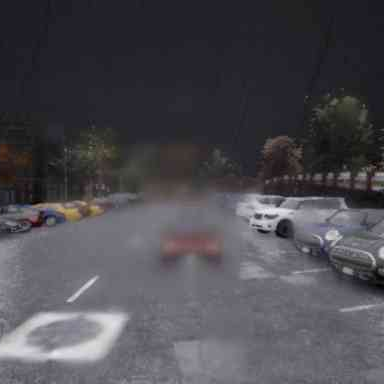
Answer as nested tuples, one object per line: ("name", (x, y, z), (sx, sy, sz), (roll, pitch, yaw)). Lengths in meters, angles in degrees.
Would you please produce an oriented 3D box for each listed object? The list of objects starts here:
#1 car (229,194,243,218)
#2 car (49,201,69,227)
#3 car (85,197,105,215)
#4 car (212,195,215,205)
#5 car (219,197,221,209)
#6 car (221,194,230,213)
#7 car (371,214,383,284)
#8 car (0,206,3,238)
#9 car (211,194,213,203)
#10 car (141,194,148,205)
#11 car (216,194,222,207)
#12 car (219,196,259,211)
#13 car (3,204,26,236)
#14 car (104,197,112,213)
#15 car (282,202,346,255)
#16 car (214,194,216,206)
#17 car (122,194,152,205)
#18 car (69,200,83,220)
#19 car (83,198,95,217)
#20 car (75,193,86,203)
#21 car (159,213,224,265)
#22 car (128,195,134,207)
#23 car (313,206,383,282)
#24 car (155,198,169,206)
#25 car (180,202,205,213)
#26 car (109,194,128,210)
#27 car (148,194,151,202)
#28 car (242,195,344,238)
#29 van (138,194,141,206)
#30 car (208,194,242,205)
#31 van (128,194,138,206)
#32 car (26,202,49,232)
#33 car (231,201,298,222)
("car", (5.955, 1.289, 24.072), (5.566, 2.045, 2.435), (1, 0, -20))
("car", (-11.022, 1.537, 22.039), (5.008, 1.535, 2.097), (-1, 0, -20))
("car", (-11.189, 1.556, 30.852), (5.366, 1.575, 1.946), (-1, 0, -20))
("car", (5.944, 1.593, 48.237), (4.892, 1.521, 2.231), (1, 0, -20))
("car", (5.754, 1.554, 33.062), (5.366, 1.575, 1.946), (1, 0, -20))
("car", (5.897, 1.301, 30.100), (5.566, 2.045, 2.435), (1, 0, -20))
("car", (5.885, 1.374, 5.920), (4.553, 1.767, 2.185), (1, 0, -20))
("car", (-10.860, 1.512, 13.240), (5.366, 1.575, 1.946), (-1, 0, -20))
("car", (5.975, 1.478, 54.288), (4.553, 1.767, 2.185), (1, 0, -20))
("car", (-10.984, 1.360, 57.569), (5.566, 2.045, 2.435), (-1, 0, -20))
("car", (5.960, 1.315, 36.163), (5.566, 2.045, 2.435), (1, 0, -20))
("car", (5.905, 1.453, 42.188), (4.553, 1.767, 2.185), (1, 0, -20))
("car", (-11.030, 1.525, 16.123), (4.892, 1.521, 2.231), (-1, 0, -20))
("car", (-10.993, 1.592, 33.899), (4.792, 1.488, 2.163), (-1, 0, -20))
("car", (5.942, 1.388, 11.986), (4.553, 1.767, 2.185), (1, 0, -20))
("car", (5.899, 1.459, 45.217), (4.553, 1.767, 2.185), (1, 0, -20))
("car", (-11.023, 1.377, 66.413), (5.566, 2.045, 2.435), (-1, 0, -20))
("car", (-11.193, 1.543, 24.935), (5.366, 1.575, 1.946), (-1, 0, -20))
("car", (-11.021, 1.550, 27.969), (5.008, 1.535, 2.097), (-1, 0, -20))
("car", (-26.672, 1.405, 79.790), (2.435, 2.045, 5.566), (0, 1, -19))
("car", (0.010, 1.627, 11.761), (1.895, 1.301, 4.718), (0, 0, 1))
("car", (-11.010, 1.589, 45.724), (4.892, 1.521, 2.231), (-1, 0, -20))
("car", (5.947, 1.381, 8.958), (4.553, 1.767, 2.185), (1, 0, -20))
("car", (-5.063, 1.686, 57.038), (1.994, 1.385, 4.181), (0, 0, 0))
("car", (0.025, 1.553, 27.372), (2.128, 1.511, 4.902), (0, 0, 1))
("car", (-11.043, 1.457, 42.750), (4.553, 1.767, 2.185), (-1, 0, -20))
("car", (-10.981, 1.365, 60.528), (5.566, 2.045, 2.435), (-1, 0, -20))
("car", (5.897, 1.274, 18.005), (5.566, 2.045, 2.435), (1, 0, -20))
("van", (-11.117, 1.381, 54.552), (4.442, 1.987, 1.878), (-1, 0, -20))
("car", (5.968, 1.364, 60.347), (5.566, 2.045, 2.435), (1, 0, -20))
("van", (-11.120, 1.376, 51.592), (4.442, 1.987, 1.878), (-1, 0, -20))
("car", (-11.051, 1.560, 19.073), (4.792, 1.488, 2.163), (-1, 0, -20))
("car", (5.911, 1.547, 27.092), (4.892, 1.521, 2.231), (1, 0, -20))
